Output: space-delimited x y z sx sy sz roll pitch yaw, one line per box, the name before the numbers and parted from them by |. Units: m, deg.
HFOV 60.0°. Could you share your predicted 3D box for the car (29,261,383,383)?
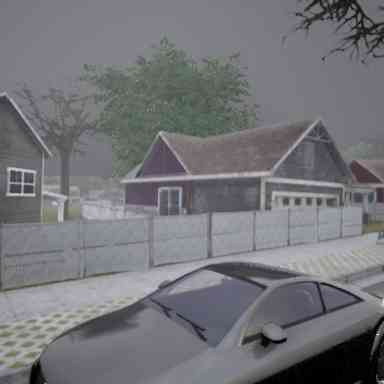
car | 0.505 1.554 3.682 4.181 1.385 1.994 0 0 -35
